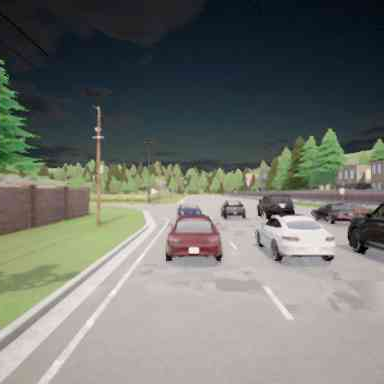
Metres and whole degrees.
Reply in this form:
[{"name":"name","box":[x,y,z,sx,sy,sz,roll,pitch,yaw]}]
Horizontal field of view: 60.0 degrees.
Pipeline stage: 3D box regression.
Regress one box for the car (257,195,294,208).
[{"name":"car","box":[7.063,1.234,28.534,2.150,2.045,5.566,0,0,0]}]

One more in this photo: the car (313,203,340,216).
[{"name":"car","box":[10.546,1.560,24.595,2.033,1.411,5.357,0,0,0]}]

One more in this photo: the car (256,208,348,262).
[{"name":"car","box":[3.571,1.531,12.040,1.812,1.442,4.674,0,0,0]}]

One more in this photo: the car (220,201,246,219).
[{"name":"car","box":[3.562,1.504,29.455,2.128,1.511,4.902,0,0,0]}]

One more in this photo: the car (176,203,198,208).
[{"name":"car","box":[-0.375,1.612,27.858,1.895,1.301,4.718,0,0,-5]}]

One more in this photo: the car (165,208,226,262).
[{"name":"car","box":[0.066,1.532,12.014,1.812,1.442,4.674,0,0,0]}]

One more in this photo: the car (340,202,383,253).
[{"name":"car","box":[7.061,1.227,10.488,2.150,2.045,5.566,0,0,0]}]

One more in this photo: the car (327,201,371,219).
[{"name":"car","box":[14.063,1.579,30.093,1.994,1.385,4.181,0,0,0]}]
